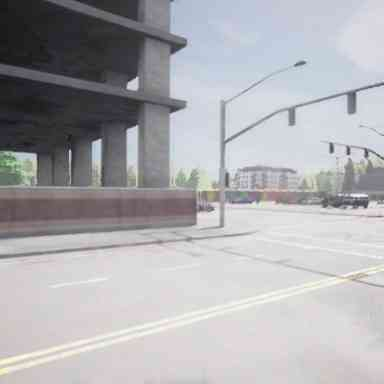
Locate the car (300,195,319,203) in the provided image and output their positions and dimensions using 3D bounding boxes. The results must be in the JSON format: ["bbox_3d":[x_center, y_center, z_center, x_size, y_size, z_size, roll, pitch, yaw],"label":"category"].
[{"bbox_3d":[27.113,1.602,76.789,4.605,1.855,1.932,0,0,-35],"label":"car"}]

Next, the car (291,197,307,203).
[{"bbox_3d":[25.490,1.813,79.189,3.905,1.438,1.784,0,0,-35],"label":"car"}]

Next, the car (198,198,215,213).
[{"bbox_3d":[0.643,1.450,38.261,2.097,1.767,4.553,0,0,-36],"label":"car"}]

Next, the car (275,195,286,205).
[{"bbox_3d":[18.030,1.500,63.554,4.605,1.855,1.932,0,0,-35],"label":"car"}]

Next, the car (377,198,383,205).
[{"bbox_3d":[36.951,1.846,63.051,3.806,1.475,1.970,0,0,-35],"label":"car"}]

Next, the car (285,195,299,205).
[{"bbox_3d":[19.621,1.711,61.393,3.905,1.438,1.784,0,0,-35],"label":"car"}]

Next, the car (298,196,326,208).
[{"bbox_3d":[21.294,1.743,59.030,3.806,1.475,1.970,0,0,-35],"label":"car"}]
